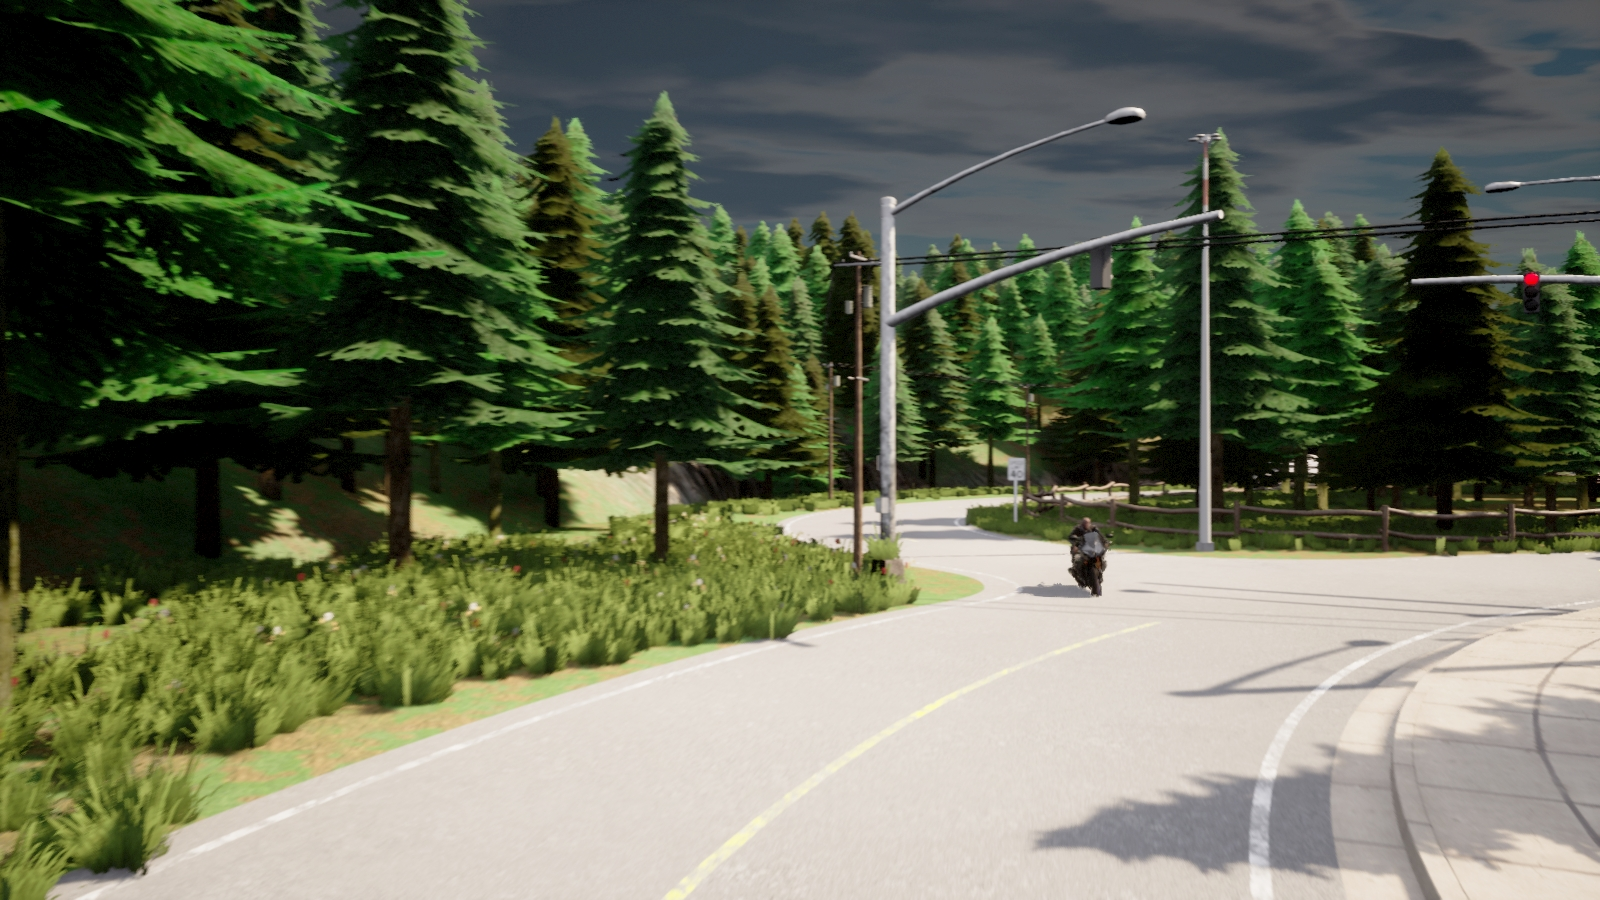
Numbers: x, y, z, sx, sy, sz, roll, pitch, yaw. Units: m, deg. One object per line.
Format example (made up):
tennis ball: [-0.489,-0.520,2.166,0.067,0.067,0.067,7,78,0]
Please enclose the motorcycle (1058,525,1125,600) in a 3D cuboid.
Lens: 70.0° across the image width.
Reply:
motorcycle: [5.775,2.204,22.750,0.867,1.251,2.209,-3,-1,5]
